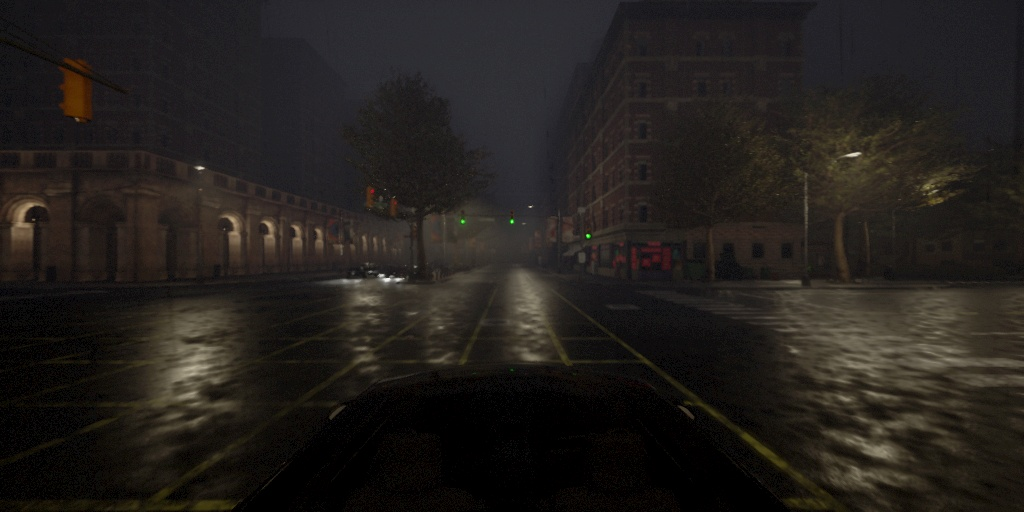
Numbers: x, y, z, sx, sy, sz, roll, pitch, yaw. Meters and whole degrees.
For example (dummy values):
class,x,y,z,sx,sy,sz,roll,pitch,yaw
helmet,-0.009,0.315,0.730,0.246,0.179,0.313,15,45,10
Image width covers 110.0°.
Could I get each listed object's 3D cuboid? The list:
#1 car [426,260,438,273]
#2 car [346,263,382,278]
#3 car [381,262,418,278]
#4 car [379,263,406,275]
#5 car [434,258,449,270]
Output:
class,x,y,z,sx,sy,sz,roll,pitch,yaw
car,-11.530,1.548,46.553,2.033,1.411,5.357,0,0,0
car,-15.087,1.436,36.525,2.128,1.511,4.902,0,0,0
car,-11.585,1.513,37.311,1.994,1.385,4.181,0,0,0
car,-15.035,1.558,45.408,1.994,1.385,4.181,0,0,1
car,-11.502,1.280,57.056,2.150,2.045,5.566,0,0,0
